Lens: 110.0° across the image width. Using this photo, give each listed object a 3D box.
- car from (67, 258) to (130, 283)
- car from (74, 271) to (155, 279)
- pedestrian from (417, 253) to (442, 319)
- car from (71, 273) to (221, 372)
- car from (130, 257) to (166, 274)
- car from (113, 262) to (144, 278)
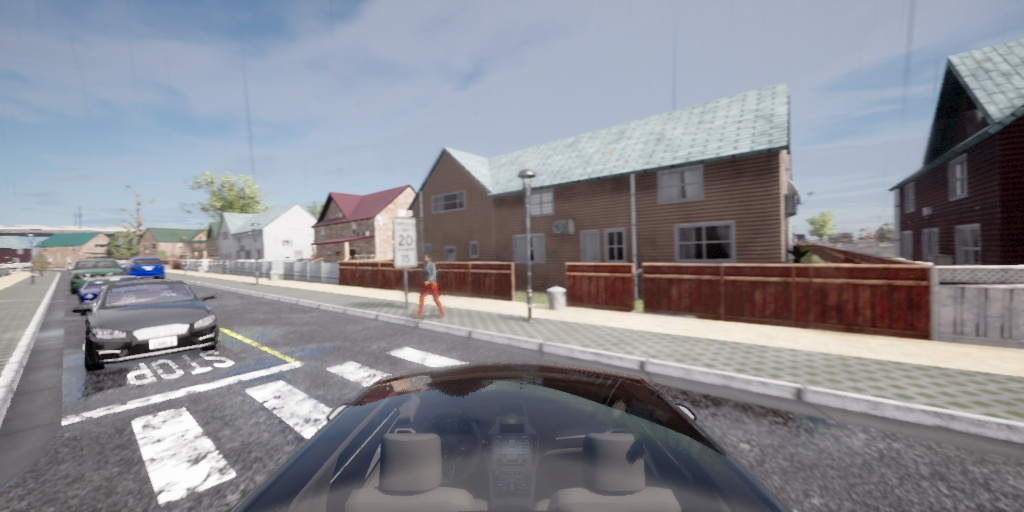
[{"bbox_3d":[-26.087,1.184,22.569,5.566,2.045,2.150,0,2,39],"label":"car"},{"bbox_3d":[-16.037,1.486,14.480,4.718,1.301,1.895,0,1,39],"label":"car"},{"bbox_3d":[-2.236,0.798,9.631,0.375,1.860,0.375,-1,0,39],"label":"pedestrian"},{"bbox_3d":[-8.163,1.314,8.070,4.902,1.511,2.128,0,1,41],"label":"car"},{"bbox_3d":[-31.565,1.158,30.756,5.566,2.045,2.150,0,2,39],"label":"car"},{"bbox_3d":[-41.806,1.487,39.015,5.008,1.535,1.882,0,1,39],"label":"car"}]
